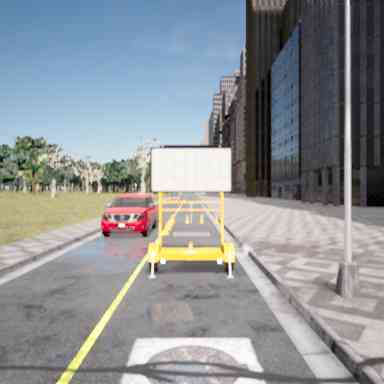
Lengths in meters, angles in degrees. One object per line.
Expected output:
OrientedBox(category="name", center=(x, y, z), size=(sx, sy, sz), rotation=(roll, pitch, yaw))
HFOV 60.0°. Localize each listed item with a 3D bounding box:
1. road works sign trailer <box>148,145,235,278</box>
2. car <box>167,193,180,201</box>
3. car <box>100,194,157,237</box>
OrientedBox(category="road works sign trailer", center=(-0.019, 0.408, 9.925), size=(2.380, 3.560, 2.880), rotation=(0, 0, 0))
OrientedBox(category="car", center=(-3.187, 1.029, 59.127), size=(2.097, 1.767, 4.553), rotation=(0, 0, 0))
OrientedBox(category="car", center=(-3.136, 1.123, 17.566), size=(2.150, 2.045, 5.566), rotation=(0, 0, 0))
